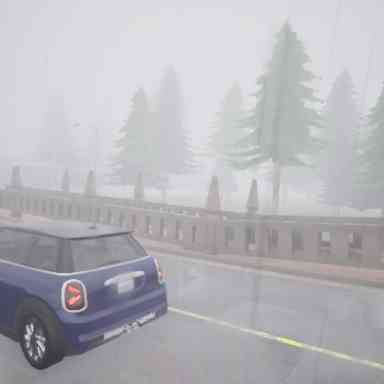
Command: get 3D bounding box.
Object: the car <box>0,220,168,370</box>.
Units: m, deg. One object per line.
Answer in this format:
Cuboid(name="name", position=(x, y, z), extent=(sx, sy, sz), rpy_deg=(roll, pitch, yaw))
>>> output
Cuboid(name="car", position=(-2.654, 1.277, 5.867), extent=(4.553, 1.767, 2.097), rpy_deg=(2, 1, 35))
